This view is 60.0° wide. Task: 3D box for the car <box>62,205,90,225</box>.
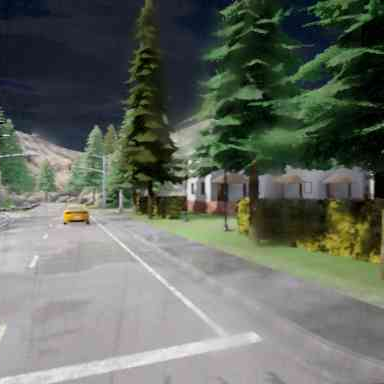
[{"bbox_3d":[-9.433,1.773,27.088,1.882,1.535,5.008,0,0,-21],"label":"car"}]
